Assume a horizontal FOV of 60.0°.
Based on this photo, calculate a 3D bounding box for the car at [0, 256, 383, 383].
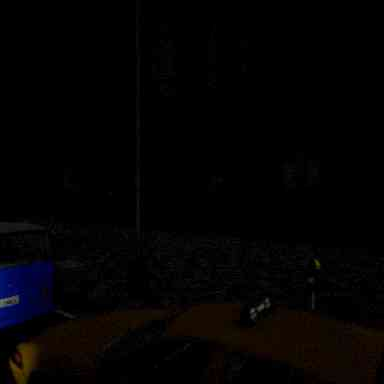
[{"bbox_3d":[0.290,1.531,2.753,4.829,1.417,1.752,0,0,36],"label":"car"}]

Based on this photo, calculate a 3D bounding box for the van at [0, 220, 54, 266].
[{"bbox_3d":[-4.158,1.367,5.930,3.998,1.788,1.690,0,0,36],"label":"van"}]
